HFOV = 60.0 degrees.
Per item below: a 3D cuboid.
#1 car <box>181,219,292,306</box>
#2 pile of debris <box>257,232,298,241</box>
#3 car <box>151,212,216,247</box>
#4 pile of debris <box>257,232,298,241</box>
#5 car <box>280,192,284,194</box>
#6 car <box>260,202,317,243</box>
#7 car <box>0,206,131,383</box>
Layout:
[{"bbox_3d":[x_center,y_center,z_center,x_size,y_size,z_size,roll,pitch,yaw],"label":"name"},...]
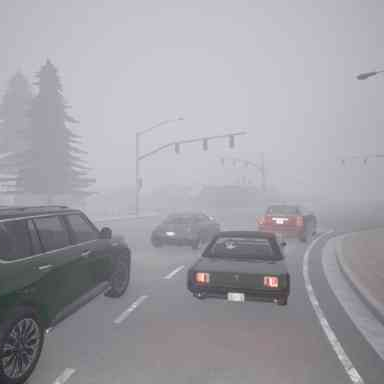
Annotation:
[{"bbox_3d":[1.330,1.589,8.113,1.895,1.301,4.718,0,0,14],"label":"car"},{"bbox_3d":[4.192,2.147,16.147,1.500,0.140,1.860,0,0,29],"label":"pile of debris"},{"bbox_3d":[-0.119,1.547,14.472,1.994,1.385,4.181,0,0,20],"label":"car"},{"bbox_3d":[4.192,2.147,16.147,1.500,0.140,1.860,0,0,29],"label":"pile of debris"},{"bbox_3d":[24.831,1.037,92.181,4.605,1.855,1.932,0,0,40],"label":"car"},{"bbox_3d":[4.812,1.322,16.388,2.097,1.767,4.553,0,0,27],"label":"car"},{"bbox_3d":[-2.788,1.222,5.513,2.150,2.045,5.566,0,0,8],"label":"car"}]
